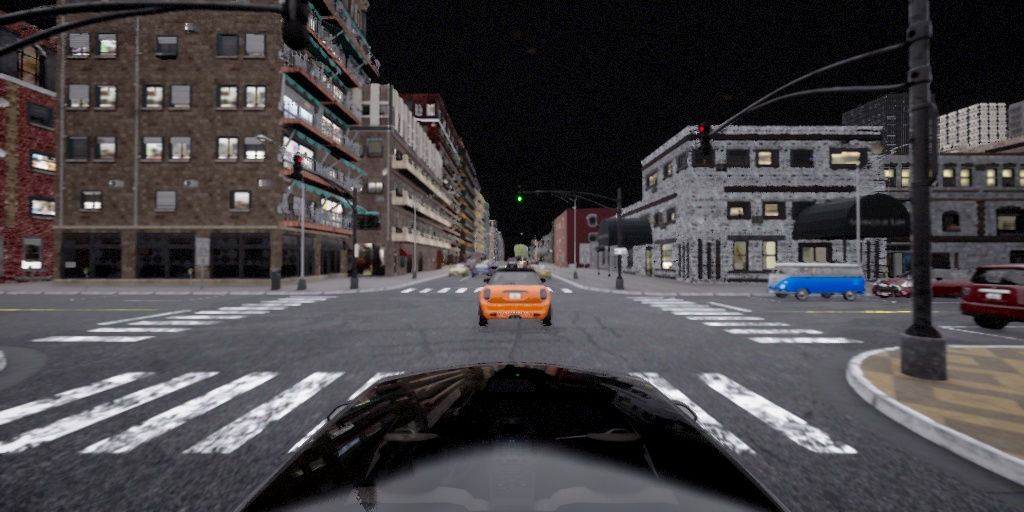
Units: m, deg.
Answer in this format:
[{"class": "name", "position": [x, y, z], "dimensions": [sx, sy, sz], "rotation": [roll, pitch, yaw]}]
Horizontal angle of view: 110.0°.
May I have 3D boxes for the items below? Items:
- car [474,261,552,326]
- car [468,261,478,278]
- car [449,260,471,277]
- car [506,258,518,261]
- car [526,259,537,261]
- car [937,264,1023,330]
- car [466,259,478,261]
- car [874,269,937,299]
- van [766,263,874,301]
[{"class": "car", "position": [0.093, 1.155, 12.097], "dimensions": [2.097, 1.767, 4.553], "rotation": [0, -1, 0]}, {"class": "car", "position": [-3.095, 1.478, 37.274], "dimensions": [1.812, 1.442, 4.674], "rotation": [0, 0, 0]}, {"class": "car", "position": [-5.690, 1.487, 38.599], "dimensions": [1.751, 1.417, 4.829], "rotation": [0, 0, 0]}, {"class": "car", "position": [0.001, 1.574, 60.041], "dimensions": [1.882, 1.535, 5.008], "rotation": [0, 0, 0]}, {"class": "car", "position": [2.692, 1.345, 49.848], "dimensions": [2.192, 1.841, 5.009], "rotation": [0, 0, 0]}, {"class": "car", "position": [14.919, 1.138, 9.329], "dimensions": [5.009, 1.841, 2.192], "rotation": [0, 0, 0]}, {"class": "car", "position": [-5.689, 1.345, 49.847], "dimensions": [2.192, 1.841, 5.009], "rotation": [0, 0, 0]}, {"class": "car", "position": [20.421, 1.362, 17.721], "dimensions": [4.097, 1.591, 1.967], "rotation": [0, 0, 0]}, {"class": "van", "position": [14.897, 1.245, 17.708], "dimensions": [3.998, 1.789, 1.690], "rotation": [0, 0, 0]}]
